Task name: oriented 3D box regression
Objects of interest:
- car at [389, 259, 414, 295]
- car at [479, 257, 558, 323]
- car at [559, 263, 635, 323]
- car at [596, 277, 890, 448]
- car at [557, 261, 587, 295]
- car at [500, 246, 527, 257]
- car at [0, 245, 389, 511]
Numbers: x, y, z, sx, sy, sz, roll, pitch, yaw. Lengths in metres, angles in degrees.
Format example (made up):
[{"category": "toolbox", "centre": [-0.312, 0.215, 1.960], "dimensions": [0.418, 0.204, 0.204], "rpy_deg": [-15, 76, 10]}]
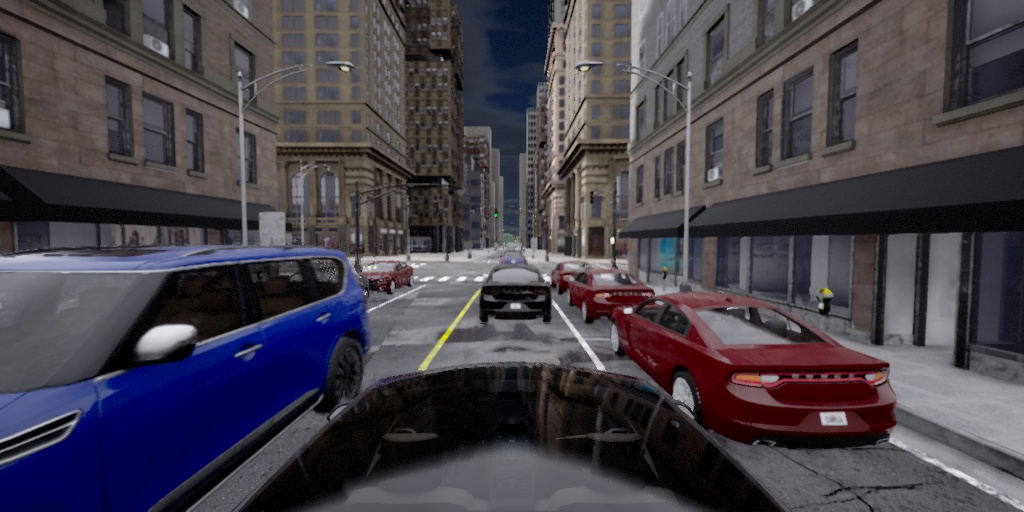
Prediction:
[{"category": "car", "centre": [-5.763, 0.877, 16.321], "dimensions": [1.888, 1.381, 4.507], "rpy_deg": [0, 0, 0]}, {"category": "car", "centre": [0.101, 0.962, 10.972], "dimensions": [1.882, 1.535, 5.008], "rpy_deg": [0, 2, 0]}, {"category": "car", "centre": [2.762, 1.034, 10.818], "dimensions": [1.888, 1.381, 4.507], "rpy_deg": [0, 0, 0]}, {"category": "car", "centre": [2.762, 1.192, 5.315], "dimensions": [1.888, 1.381, 4.507], "rpy_deg": [0, 0, 0]}, {"category": "car", "centre": [2.762, 0.877, 16.321], "dimensions": [1.888, 1.381, 4.507], "rpy_deg": [0, 0, 0]}, {"category": "car", "centre": [0.097, 0.340, 28.155], "dimensions": [2.097, 1.767, 4.553], "rpy_deg": [0, 2, 0]}, {"category": "car", "centre": [-3.083, 0.936, 2.903], "dimensions": [2.150, 2.045, 5.566], "rpy_deg": [0, 2, 0]}]
